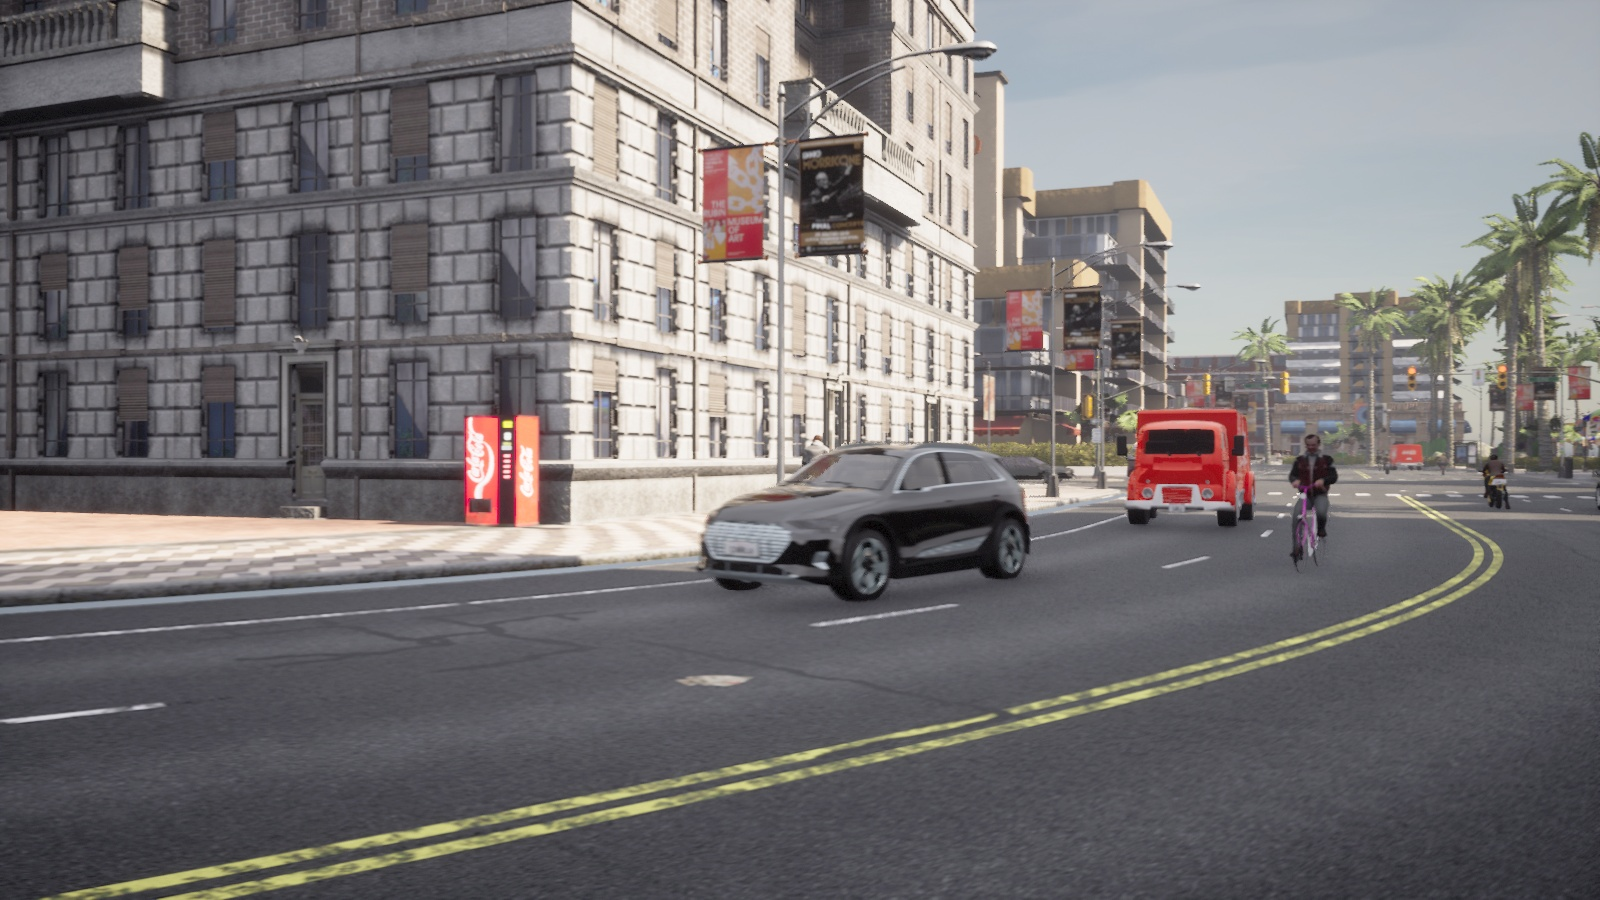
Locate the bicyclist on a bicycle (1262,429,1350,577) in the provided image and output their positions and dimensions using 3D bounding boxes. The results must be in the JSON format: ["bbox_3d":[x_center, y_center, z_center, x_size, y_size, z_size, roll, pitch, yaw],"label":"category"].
[{"bbox_3d":[6.484,0.649,16.044,0.659,1.776,1.843,-1,-1,34],"label":"bicyclist on a bicycle"}]

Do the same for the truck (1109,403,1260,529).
[{"bbox_3d":[8.512,0.322,27.445,2.627,2.467,5.204,0,0,23],"label":"truck"}]

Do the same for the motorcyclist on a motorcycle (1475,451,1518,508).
[{"bbox_3d":[19.187,0.785,34.616,0.797,1.523,2.044,0,0,22],"label":"motorcyclist on a motorcycle"}]

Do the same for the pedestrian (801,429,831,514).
[{"bbox_3d":[0.387,0.492,29.291,0.659,1.952,0.873,0,0,3],"label":"pedestrian"}]

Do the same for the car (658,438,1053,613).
[{"bbox_3d":[0.830,0.718,14.348,2.033,1.649,4.856,0,0,39],"label":"car"}]

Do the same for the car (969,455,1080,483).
[{"bbox_3d":[11.581,0.964,64.774,5.357,1.411,2.033,0,0,22],"label":"car"}]

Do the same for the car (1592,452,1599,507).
[{"bbox_3d":[22.044,0.794,32.462,1.837,1.490,4.892,0,0,22],"label":"car"}]

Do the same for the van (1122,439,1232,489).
[{"bbox_3d":[16.237,0.595,54.255,2.069,2.038,4.480,1,0,-25],"label":"van"}]
